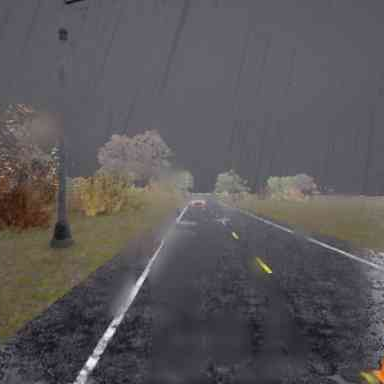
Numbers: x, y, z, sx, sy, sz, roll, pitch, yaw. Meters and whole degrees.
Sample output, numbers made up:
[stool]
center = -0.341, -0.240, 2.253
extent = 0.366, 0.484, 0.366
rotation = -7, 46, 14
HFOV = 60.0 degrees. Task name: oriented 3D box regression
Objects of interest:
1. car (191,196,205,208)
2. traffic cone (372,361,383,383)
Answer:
[car]
center = 0.900, 1.448, 49.282
extent = 2.097, 1.767, 4.553
rotation = 0, 0, 1
[traffic cone]
center = 2.434, 1.976, 4.031
extent = 0.340, 0.580, 0.340
rotation = 0, 0, 0
